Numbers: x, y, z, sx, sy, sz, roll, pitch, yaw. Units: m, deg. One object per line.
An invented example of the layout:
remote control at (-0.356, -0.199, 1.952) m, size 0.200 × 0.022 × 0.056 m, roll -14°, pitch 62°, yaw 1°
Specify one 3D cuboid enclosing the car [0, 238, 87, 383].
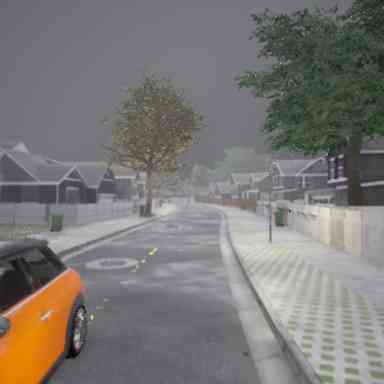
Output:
car at (-2.550, 1.387, 3.028) m, size 2.097 × 1.767 × 4.553 m, roll 0°, pitch -1°, yaw -2°
